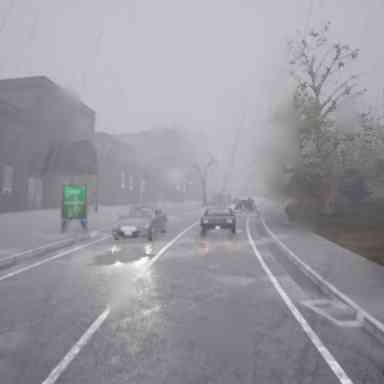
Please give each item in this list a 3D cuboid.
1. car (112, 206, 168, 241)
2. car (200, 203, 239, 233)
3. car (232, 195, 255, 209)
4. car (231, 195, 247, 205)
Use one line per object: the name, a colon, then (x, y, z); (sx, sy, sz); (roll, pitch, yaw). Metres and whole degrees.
car: (-2.431, 1.474, 16.600); (2.128, 1.511, 4.902); (-1, 0, 7)
car: (1.638, 1.541, 19.401); (1.895, 1.301, 4.718); (-1, 0, 8)
car: (6.653, 1.338, 41.285); (1.837, 1.490, 4.892); (-2, 0, 17)
car: (8.191, 1.343, 57.732); (1.837, 1.490, 4.892); (-2, 0, 18)
